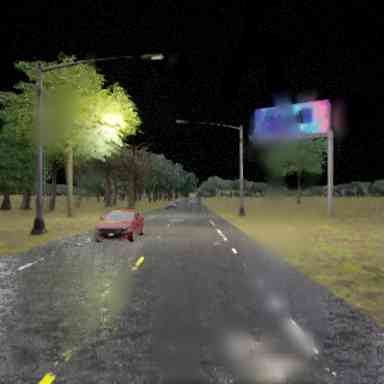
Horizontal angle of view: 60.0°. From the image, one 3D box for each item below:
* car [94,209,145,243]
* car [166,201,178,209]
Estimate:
[{"bbox_3d":[-3.634,1.668,17.401,1.882,1.535,5.008,0,-1,0],"label":"car"},{"bbox_3d":[-3.589,2.384,59.808,1.994,1.385,4.181,0,-1,1],"label":"car"}]
